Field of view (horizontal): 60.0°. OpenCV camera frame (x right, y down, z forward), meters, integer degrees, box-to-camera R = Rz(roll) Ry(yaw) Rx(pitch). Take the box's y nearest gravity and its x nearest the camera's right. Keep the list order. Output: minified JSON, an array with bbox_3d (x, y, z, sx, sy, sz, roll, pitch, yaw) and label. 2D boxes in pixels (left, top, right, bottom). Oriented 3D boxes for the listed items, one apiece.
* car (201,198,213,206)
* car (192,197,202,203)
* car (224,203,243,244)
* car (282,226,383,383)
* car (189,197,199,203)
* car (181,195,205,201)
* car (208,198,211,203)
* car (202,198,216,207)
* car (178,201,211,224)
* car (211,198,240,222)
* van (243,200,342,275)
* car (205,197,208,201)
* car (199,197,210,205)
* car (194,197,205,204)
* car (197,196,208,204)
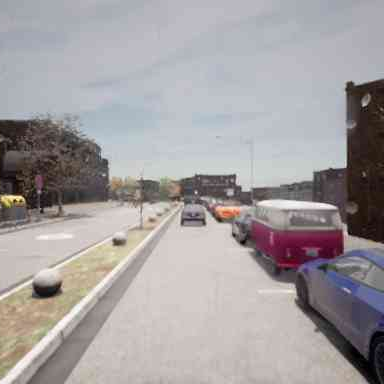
[{"bbox_3d":[2.887,1.893,65.608,2.002,1.452,4.674,0,-1,-1],"label":"car"},{"bbox_3d":[1.232,2.182,87.858,2.002,1.452,4.674,0,-1,-6],"label":"car"},{"bbox_3d":[3.001,1.515,15.894,2.231,1.521,4.892,0,0,0],"label":"car"},{"bbox_3d":[2.998,1.524,4.854,2.002,1.452,4.674,0,0,0],"label":"car"},{"bbox_3d":[0.545,2.215,93.236,2.231,1.521,4.892,0,-1,-7],"label":"car"},{"bbox_3d":[0.105,1.389,42.415,2.150,2.045,5.566,0,-1,0],"label":"car"},{"bbox_3d":[3.003,1.469,32.432,2.185,1.767,4.553,0,0,0],"label":"car"},{"bbox_3d":[2.999,1.786,60.062,2.231,1.521,4.892,0,-1,0],"label":"car"},{"bbox_3d":[0.103,1.621,25.151,2.033,1.411,5.357,0,0,0],"label":"car"},{"bbox_3d":[3.002,1.438,26.911,2.185,1.767,4.553,0,0,0],"label":"car"},{"bbox_3d":[2.999,1.271,10.497,1.878,1.987,4.442,0,0,0],"label":"van"},{"bbox_3d":[3.006,1.737,54.542,2.231,1.521,4.892,0,0,0],"label":"car"},{"bbox_3d":[2.657,1.925,71.151,2.097,1.535,5.008,0,-1,-2],"label":"car"},{"bbox_3d":[1.814,2.100,82.370,2.163,1.488,4.792,0,-1,-5],"label":"car"},{"bbox_3d":[2.309,1.871,76.666,2.185,1.767,4.553,0,-1,-4],"label":"car"}]
